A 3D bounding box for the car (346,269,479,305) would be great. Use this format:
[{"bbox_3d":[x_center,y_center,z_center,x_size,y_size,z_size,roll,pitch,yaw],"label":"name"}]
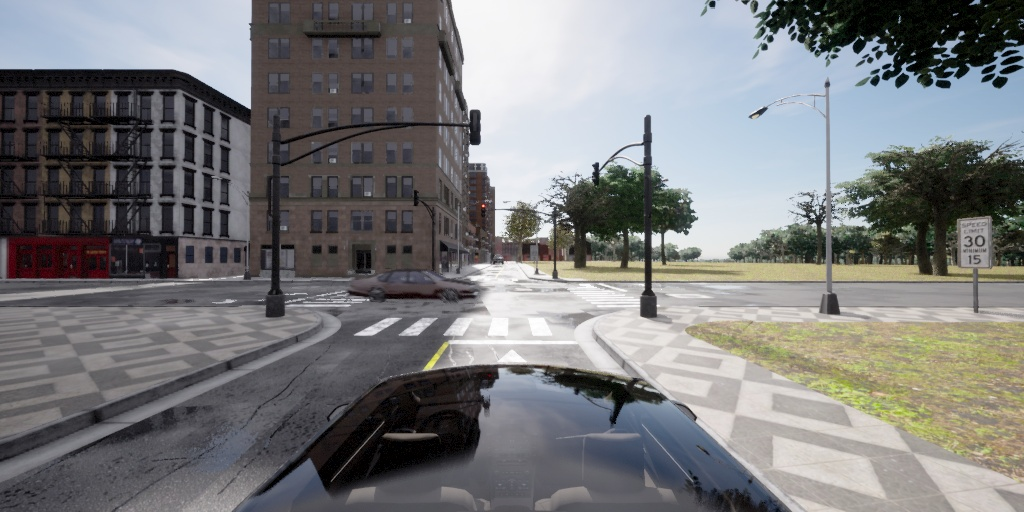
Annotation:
[{"bbox_3d":[-4.148,1.270,15.448,5.357,1.411,2.033,1,-1,0],"label":"car"}]
